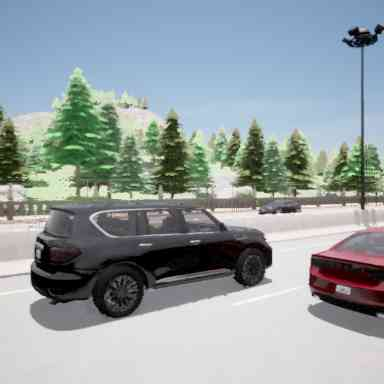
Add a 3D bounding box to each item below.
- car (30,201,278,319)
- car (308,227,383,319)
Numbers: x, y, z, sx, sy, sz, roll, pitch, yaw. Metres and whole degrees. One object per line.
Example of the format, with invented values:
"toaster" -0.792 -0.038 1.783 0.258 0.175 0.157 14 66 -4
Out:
"car" -0.611 1.220 7.612 5.566 2.045 2.150 0 0 -36
"car" 4.538 1.476 6.988 5.008 1.535 1.882 0 0 -36
